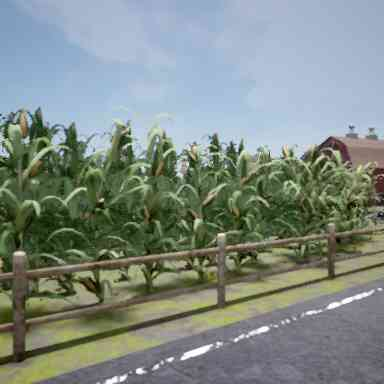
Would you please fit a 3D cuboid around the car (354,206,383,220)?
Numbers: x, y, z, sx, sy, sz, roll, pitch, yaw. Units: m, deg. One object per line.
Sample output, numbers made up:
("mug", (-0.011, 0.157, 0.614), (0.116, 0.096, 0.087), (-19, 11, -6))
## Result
("car", (17.010, 1.990, 32.943), (1.895, 1.301, 4.718), (1, -1, -30))
